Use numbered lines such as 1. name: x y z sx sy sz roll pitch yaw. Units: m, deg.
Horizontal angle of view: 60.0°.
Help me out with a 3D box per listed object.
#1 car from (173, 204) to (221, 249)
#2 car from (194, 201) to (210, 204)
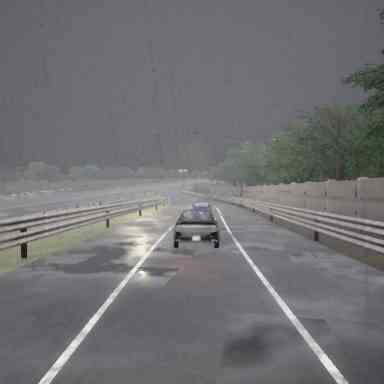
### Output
1. car: 0.223 1.485 14.555 2.128 1.511 4.902 0 0 2
2. car: 0.896 1.515 29.499 1.812 1.442 4.674 0 0 3
